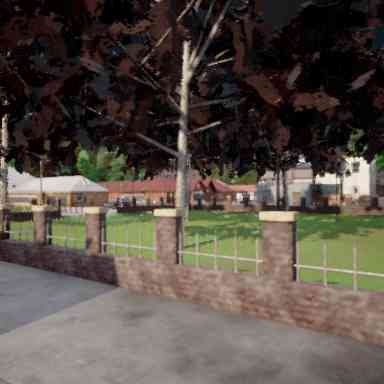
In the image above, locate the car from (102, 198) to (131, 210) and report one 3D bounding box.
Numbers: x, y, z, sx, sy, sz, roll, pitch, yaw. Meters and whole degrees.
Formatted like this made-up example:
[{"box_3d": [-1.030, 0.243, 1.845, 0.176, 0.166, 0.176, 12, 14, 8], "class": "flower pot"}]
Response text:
[{"box_3d": [-11.472, 1.769, 50.934, 2.097, 1.767, 4.553, -1, 0, 36], "class": "car"}]
